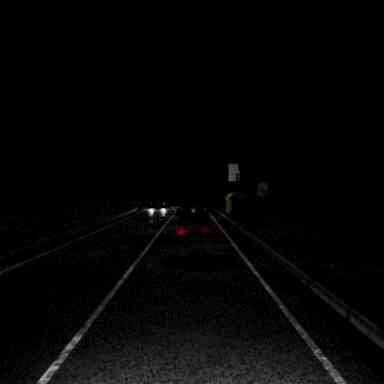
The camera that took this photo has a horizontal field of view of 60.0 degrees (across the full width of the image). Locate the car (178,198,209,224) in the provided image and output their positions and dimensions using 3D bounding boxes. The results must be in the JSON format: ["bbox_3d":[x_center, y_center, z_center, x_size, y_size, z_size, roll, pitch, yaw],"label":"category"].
[{"bbox_3d":[0.096,1.262,24.175,2.097,1.767,4.553,0,0,0],"label":"car"}]

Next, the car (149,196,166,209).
[{"bbox_3d":[-4.448,1.340,42.607,1.837,1.490,4.892,1,0,-9],"label":"car"}]

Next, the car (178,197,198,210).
[{"bbox_3d":[-0.551,1.413,41.123,1.994,1.385,4.181,0,0,-7],"label":"car"}]
